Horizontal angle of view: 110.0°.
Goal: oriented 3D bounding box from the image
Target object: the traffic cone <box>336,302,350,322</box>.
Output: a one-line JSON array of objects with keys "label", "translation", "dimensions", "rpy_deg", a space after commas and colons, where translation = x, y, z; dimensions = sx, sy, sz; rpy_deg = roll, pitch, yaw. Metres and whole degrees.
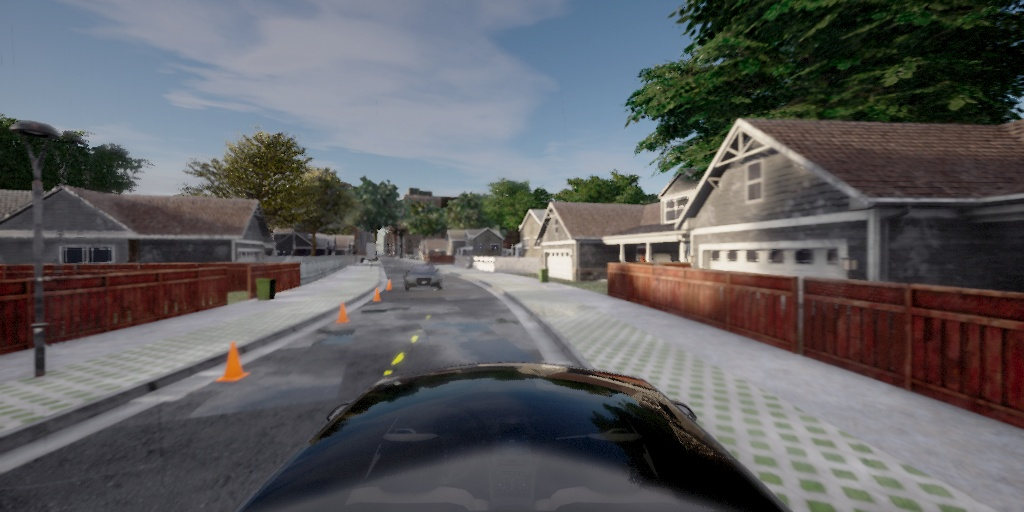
[{"label": "traffic cone", "translation": [-5.039, 1.657, 10.697], "dimensions": [0.340, 0.580, 0.340], "rpy_deg": [0, 0, -7]}]

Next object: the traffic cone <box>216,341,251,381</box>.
[{"label": "traffic cone", "translation": [-4.558, 1.695, 5.875], "dimensions": [0.340, 0.580, 0.340], "rpy_deg": [0, 0, -4]}]

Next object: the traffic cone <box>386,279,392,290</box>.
[{"label": "traffic cone", "translation": [-6.891, 1.584, 20.205], "dimensions": [0.340, 0.580, 0.340], "rpy_deg": [0, 0, -15]}]

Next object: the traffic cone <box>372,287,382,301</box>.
[{"label": "traffic cone", "translation": [-5.818, 1.619, 15.480], "dimensions": [0.340, 0.580, 0.340], "rpy_deg": [0, 0, -11]}]

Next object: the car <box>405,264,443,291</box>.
[{"label": "car", "translation": [-5.142, 1.177, 20.764], "dimensions": [1.994, 1.385, 4.181], "rpy_deg": [0, 1, -15]}]
